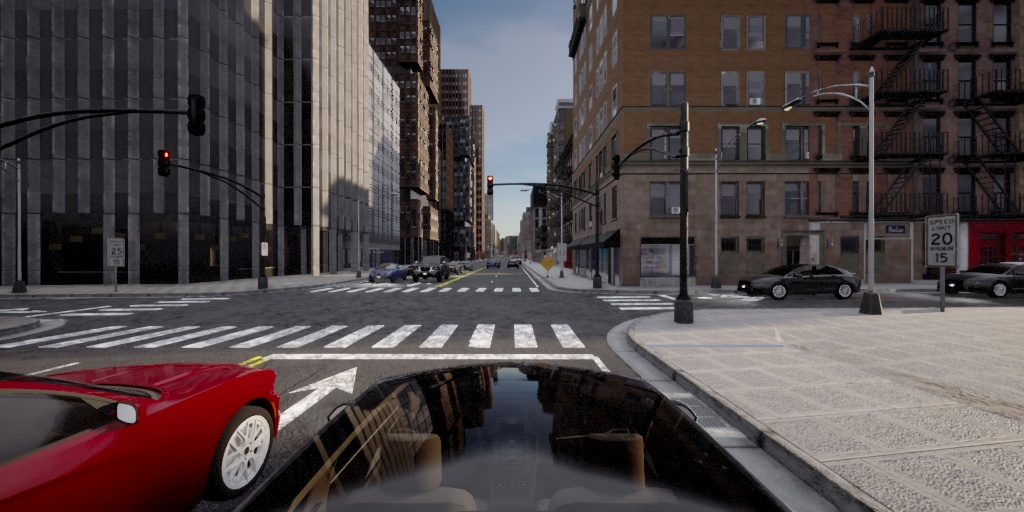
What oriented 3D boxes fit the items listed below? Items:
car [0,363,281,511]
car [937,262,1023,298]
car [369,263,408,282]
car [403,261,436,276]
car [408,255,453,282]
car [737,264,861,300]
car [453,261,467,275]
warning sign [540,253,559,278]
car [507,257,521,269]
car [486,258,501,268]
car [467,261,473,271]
[{"bbox_3d":[-3.153,1.228,1.421,1.882,1.535,5.008,0,0,0],"label":"car"},{"bbox_3d":[22.301,1.048,16.197,4.892,1.490,1.837,0,0,0],"label":"car"},{"bbox_3d":[-9.792,1.279,28.658,1.812,1.442,4.674,0,0,0],"label":"car"},{"bbox_3d":[-9.772,1.304,38.319,2.033,1.411,5.357,0,0,0],"label":"car"},{"bbox_3d":[-6.555,0.975,29.490,2.150,2.045,5.566,0,0,-1],"label":"car"},{"bbox_3d":[12.904,1.116,16.278,4.892,1.490,1.837,0,0,-1],"label":"car"},{"bbox_3d":[-6.517,1.262,39.404,1.837,1.490,4.892,0,0,0],"label":"car"},{"bbox_3d":[2.909,0.868,29.142,1.300,1.860,1.060,0,0,0],"label":"warning sign"},{"bbox_3d":[0.175,1.271,58.745,1.837,1.490,4.892,0,0,0],"label":"car"},{"bbox_3d":[-3.068,1.119,59.494,2.097,1.767,4.553,0,0,1],"label":"car"},{"bbox_3d":[-6.485,1.325,49.366,1.994,1.385,4.181,0,0,0],"label":"car"}]
